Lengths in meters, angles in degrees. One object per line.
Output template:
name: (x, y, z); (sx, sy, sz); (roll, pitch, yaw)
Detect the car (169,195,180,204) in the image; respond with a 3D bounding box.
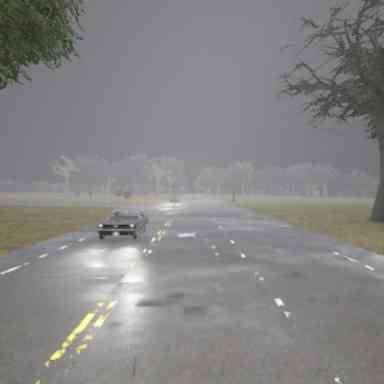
car: (-3.301, 1.385, 62.025); (1.837, 1.490, 4.892); (0, 1, 0)

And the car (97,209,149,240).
car: (-3.433, 1.596, 17.239); (1.895, 1.301, 4.718); (0, 0, 0)
